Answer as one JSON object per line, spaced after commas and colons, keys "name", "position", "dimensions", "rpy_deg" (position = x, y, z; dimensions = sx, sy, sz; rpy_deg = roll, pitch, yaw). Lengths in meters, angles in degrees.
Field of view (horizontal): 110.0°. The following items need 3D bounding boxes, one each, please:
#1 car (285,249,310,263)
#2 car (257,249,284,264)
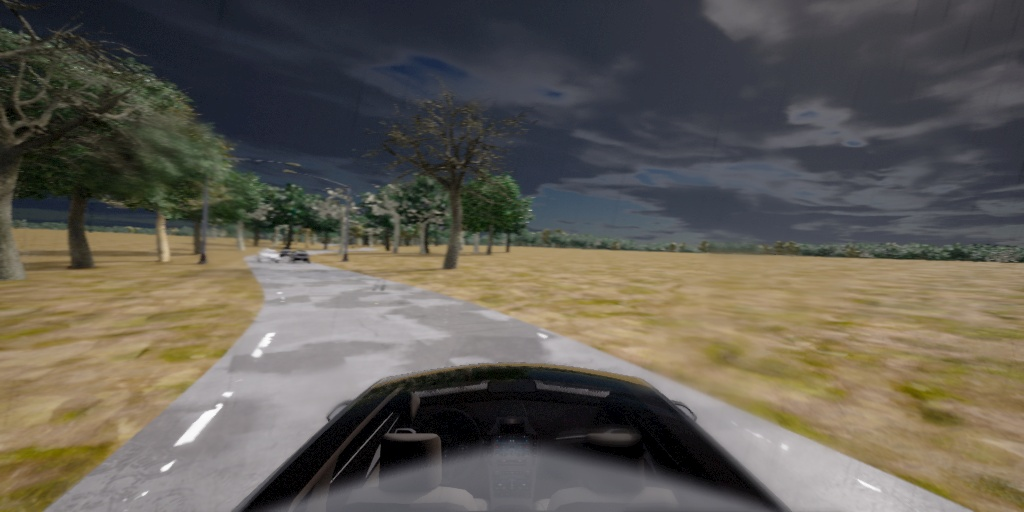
{"name": "car", "position": [-25.711, 0.087, 43.363], "dimensions": [1.837, 1.490, 4.892], "rpy_deg": [3, 0, -38]}
{"name": "car", "position": [-27.175, 0.014, 40.085], "dimensions": [1.812, 1.442, 4.674], "rpy_deg": [5, -1, -37]}
